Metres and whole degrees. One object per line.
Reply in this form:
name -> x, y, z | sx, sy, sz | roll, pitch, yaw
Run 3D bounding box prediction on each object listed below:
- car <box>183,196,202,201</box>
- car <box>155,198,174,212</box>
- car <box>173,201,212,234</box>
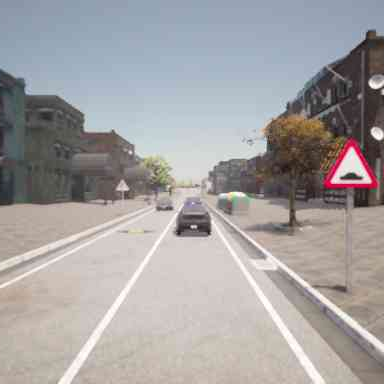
car -> 0.101, 1.270, 38.019 | 2.097, 1.767, 4.553 | 0, 0, 0
car -> -3.091, 1.443, 38.491 | 1.812, 1.442, 4.674 | 0, 0, 0
car -> 0.100, 1.476, 18.966 | 1.837, 1.490, 4.892 | 0, 0, 0
